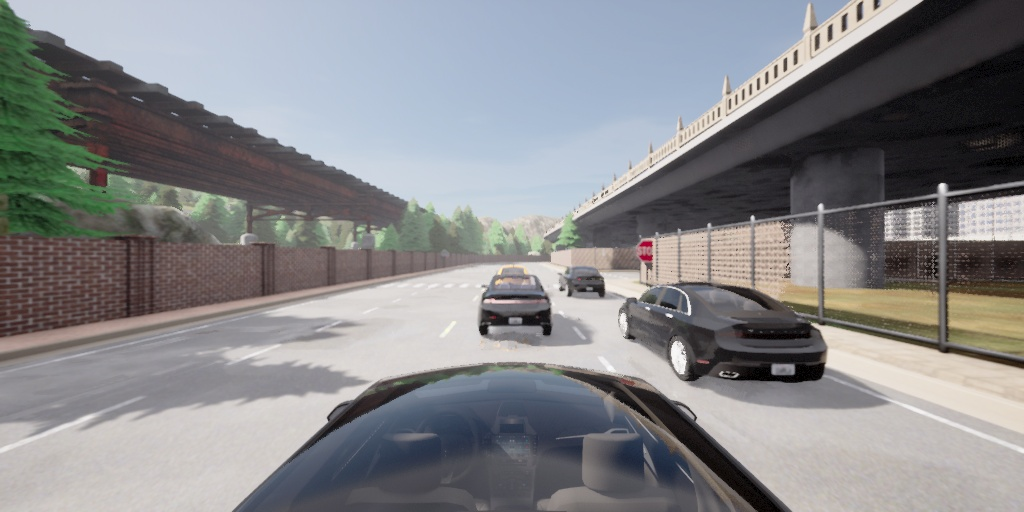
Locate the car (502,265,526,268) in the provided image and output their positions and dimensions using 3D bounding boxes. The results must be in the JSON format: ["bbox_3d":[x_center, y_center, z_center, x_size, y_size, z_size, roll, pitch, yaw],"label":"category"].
[{"bbox_3d":[0.096,1.259,20.301,1.882,1.535,5.008,0,0,1],"label":"car"}]

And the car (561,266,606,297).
[{"bbox_3d":[3.608,1.284,19.076,1.837,1.490,4.892,0,0,0],"label":"car"}]

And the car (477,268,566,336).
[{"bbox_3d":[0.087,1.254,10.459,2.128,1.511,4.902,0,0,0],"label":"car"}]

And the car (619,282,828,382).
[{"bbox_3d":[3.600,1.264,7.176,1.837,1.490,4.892,0,0,0],"label":"car"}]
